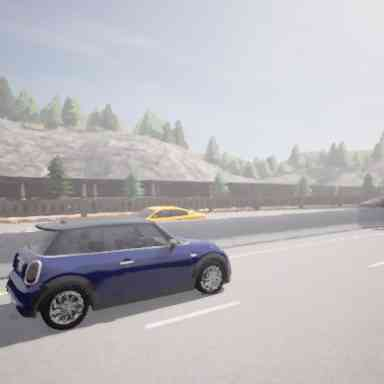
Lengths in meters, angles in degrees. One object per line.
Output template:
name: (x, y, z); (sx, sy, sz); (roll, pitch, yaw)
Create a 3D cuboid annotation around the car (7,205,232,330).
car: (-1.305, 1.332, 7.114); (4.553, 1.767, 2.097); (0, 0, -35)

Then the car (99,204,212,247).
car: (-1.608, 1.424, 15.675); (5.008, 1.535, 1.882); (0, 0, -35)

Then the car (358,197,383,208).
car: (20.089, 1.287, 35.803); (4.674, 1.442, 1.812); (-1, 0, -21)
